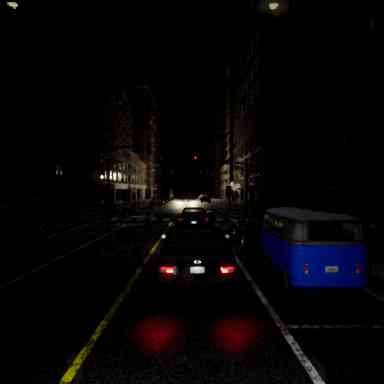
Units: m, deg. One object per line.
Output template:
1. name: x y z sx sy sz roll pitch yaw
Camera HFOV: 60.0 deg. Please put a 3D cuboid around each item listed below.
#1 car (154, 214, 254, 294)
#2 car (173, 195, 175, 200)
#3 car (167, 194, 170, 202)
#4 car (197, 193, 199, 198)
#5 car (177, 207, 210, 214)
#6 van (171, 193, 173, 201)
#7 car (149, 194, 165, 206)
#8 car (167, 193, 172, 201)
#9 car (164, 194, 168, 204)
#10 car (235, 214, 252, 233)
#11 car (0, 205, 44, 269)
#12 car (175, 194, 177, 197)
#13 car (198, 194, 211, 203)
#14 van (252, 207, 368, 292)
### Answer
1. car: 0.097 1.544 8.900 2.033 1.411 5.357 0 0 0
2. car: -5.704 1.502 79.530 2.008 1.369 4.403 0 0 0
3. car: -5.697 1.498 63.178 1.887 1.381 4.507 0 0 0
4. car: 2.821 1.502 79.565 2.008 1.369 4.403 0 0 0
5. car: 0.093 1.554 19.220 1.994 1.385 4.181 0 0 0
6. van: -5.702 1.292 74.079 1.690 1.788 3.998 0 0 0
7. car: -5.692 1.484 52.106 1.752 1.417 4.829 0 0 0
8. car: -5.699 1.497 68.629 1.887 1.381 4.507 0 0 0
9. car: -5.694 1.506 57.727 2.008 1.369 4.403 0 0 0
10. car: 2.850 1.559 14.292 1.947 1.339 4.313 0 0 0
11. car: -5.673 1.312 8.587 2.192 1.841 5.009 0 0 0
12. car: -5.707 1.267 84.981 2.192 1.841 5.009 0 0 0
13. car: 2.825 1.392 68.668 1.967 1.590 4.097 0 0 0
14. van: 2.852 1.338 8.631 1.690 1.788 3.998 0 0 0
